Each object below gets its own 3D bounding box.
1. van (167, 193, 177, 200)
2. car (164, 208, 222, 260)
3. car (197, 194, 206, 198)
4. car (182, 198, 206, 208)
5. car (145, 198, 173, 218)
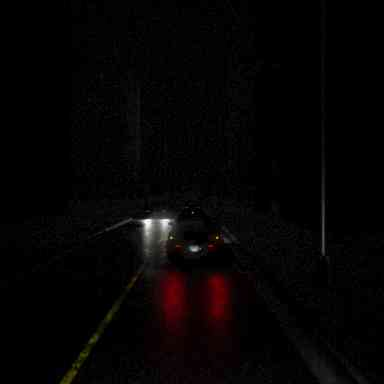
[{"bbox_3d":[-5.675,1.473,87.468,1.690,1.788,3.998,0,0,0],"label":"van"},{"bbox_3d":[0.078,1.562,12.473,1.812,1.442,4.674,0,0,0],"label":"car"},{"bbox_3d":[2.849,1.697,87.417,1.947,1.339,4.313,0,0,0],"label":"car"},{"bbox_3d":[0.077,1.571,31.044,2.128,1.511,4.902,0,0,0],"label":"car"},{"bbox_3d":[-3.111,1.584,30.783,1.837,1.490,4.892,0,0,0],"label":"car"}]
